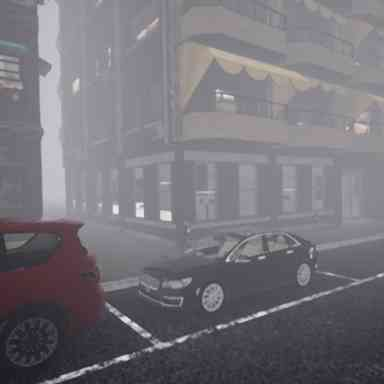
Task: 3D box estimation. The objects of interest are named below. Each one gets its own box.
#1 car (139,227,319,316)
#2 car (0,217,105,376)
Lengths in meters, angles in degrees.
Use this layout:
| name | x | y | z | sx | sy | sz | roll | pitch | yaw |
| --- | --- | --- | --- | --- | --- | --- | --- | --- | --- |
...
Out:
| name | x | y | z | sx | sy | sz | roll | pitch | yaw |
| --- | --- | --- | --- | --- | --- | --- | --- | --- | --- |
| car | 0.977 | 1.492 | 7.273 | 4.403 | 1.369 | 2.008 | -1 | 0 | -35 |
| car | -3.581 | 1.323 | 4.010 | 5.009 | 1.841 | 2.192 | -1 | 0 | -35 |
